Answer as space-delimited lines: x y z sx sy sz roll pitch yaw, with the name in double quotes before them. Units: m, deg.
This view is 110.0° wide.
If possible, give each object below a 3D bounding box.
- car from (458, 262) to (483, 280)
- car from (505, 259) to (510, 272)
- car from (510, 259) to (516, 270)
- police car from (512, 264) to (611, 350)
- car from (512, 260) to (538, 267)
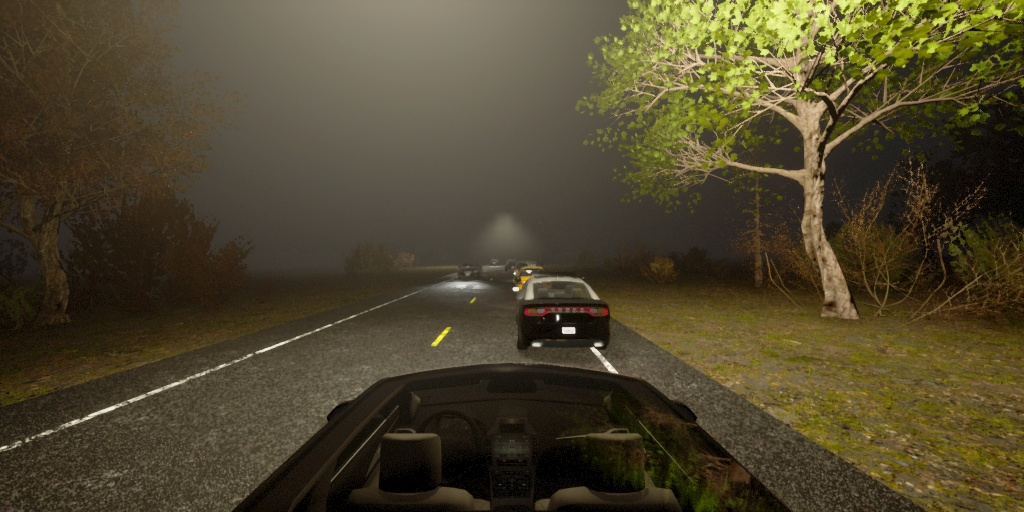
"car" -3.600 1.247 31.593 2.128 1.511 4.902 0 0 0
"car" 0.026 1.283 47.379 1.812 1.442 4.674 0 0 1
"car" 1.049 1.106 25.092 2.097 1.767 4.553 0 0 0
"police car" 1.050 1.177 9.230 1.930 1.638 5.238 0 0 0
"car" 1.049 1.209 19.312 1.801 1.575 5.366 0 0 0
